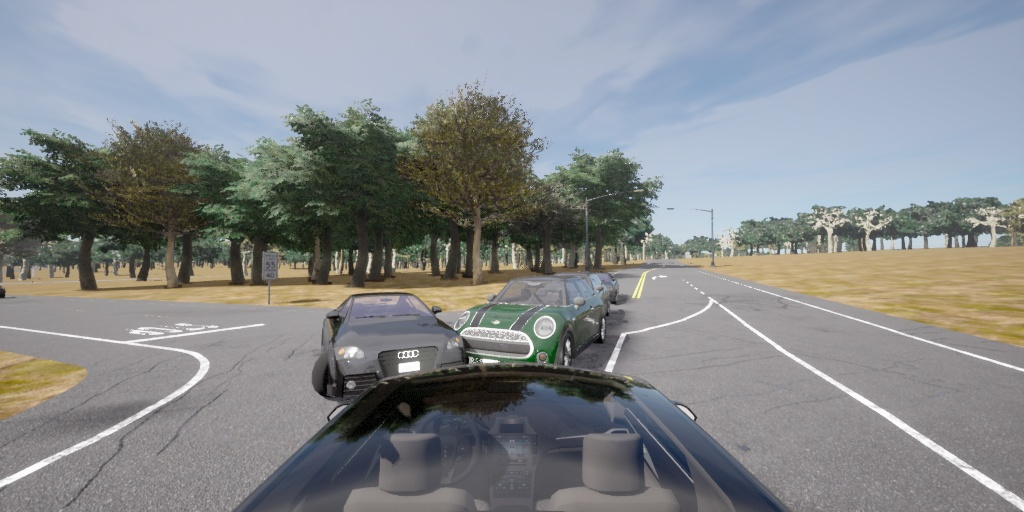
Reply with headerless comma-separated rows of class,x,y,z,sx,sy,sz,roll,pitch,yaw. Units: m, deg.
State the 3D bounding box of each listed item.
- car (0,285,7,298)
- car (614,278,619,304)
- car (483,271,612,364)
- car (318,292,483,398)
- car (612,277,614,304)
car,-40.845,2.559,27.369,4.181,1.385,1.994,-2,-3,22
car,4.228,1.508,17.829,1.994,1.385,4.181,-1,0,19
car,0.623,1.217,7.791,2.097,1.767,4.553,-1,-2,26
car,-2.350,1.375,6.587,1.994,1.385,4.181,1,-2,-29
car,2.031,1.343,12.103,2.097,1.767,4.553,-1,-1,21
